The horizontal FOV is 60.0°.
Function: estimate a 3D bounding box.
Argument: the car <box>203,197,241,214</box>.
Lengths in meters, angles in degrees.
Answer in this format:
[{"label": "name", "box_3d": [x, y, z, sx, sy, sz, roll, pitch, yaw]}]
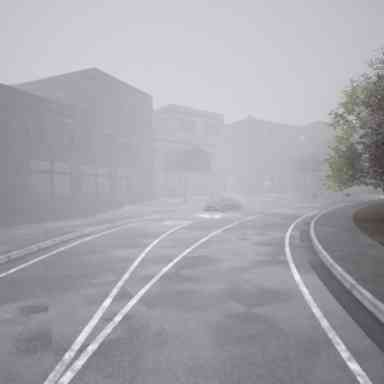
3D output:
[{"label": "car", "box_3d": [2.754, 1.146, 29.842, 1.994, 1.385, 4.181, -1, 1, 35]}]
